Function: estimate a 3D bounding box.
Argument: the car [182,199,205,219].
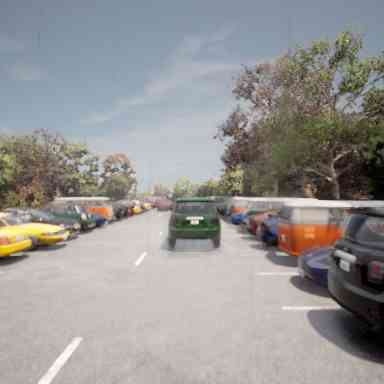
[{"bbox_3d":[0.110,1.578,32.127,2.097,1.767,4.553,0,-1,0],"label":"car"}]

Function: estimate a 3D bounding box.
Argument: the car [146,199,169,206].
[{"bbox_3d":[-8.010,2.460,77.392,5.008,1.535,2.097,0,-2,0],"label":"car"}]

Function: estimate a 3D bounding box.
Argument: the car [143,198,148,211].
[{"bbox_3d":[-8.021,1.778,38.552,4.892,1.521,2.231,0,-1,0],"label":"car"}]

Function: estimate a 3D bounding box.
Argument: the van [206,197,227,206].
[{"bbox_3d":[5.179,2.080,71.669,4.442,1.987,1.878,0,-2,0],"label":"van"}]

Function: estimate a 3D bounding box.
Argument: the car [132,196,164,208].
[{"bbox_3d":[-7.993,1.772,60.763,5.566,2.045,2.435,0,-1,0],"label":"car"}]

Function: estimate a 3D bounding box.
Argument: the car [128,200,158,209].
[{"bbox_3d":[-8.020,2.001,55.208,4.674,1.452,2.002,0,-1,0],"label":"car"}]

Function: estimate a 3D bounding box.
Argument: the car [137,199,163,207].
[{"bbox_3d":[-7.991,2.112,63.509,4.792,1.488,2.163,0,-1,0],"label":"car"}]

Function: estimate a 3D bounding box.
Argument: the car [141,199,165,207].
[{"bbox_3d":[-8.016,2.274,69.065,4.674,1.452,2.002,0,-2,0],"label":"car"}]

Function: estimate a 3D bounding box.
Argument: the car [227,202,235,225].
[{"bbox_3d":[5.052,1.592,21.826,5.008,1.535,2.097,0,-1,0],"label":"car"}]

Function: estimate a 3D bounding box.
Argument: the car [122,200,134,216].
[{"bbox_3d":[-8.060,1.714,30.224,4.792,1.488,2.163,0,-1,0],"label":"car"}]

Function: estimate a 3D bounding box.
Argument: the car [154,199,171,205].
[{"bbox_3d":[-7.980,2.714,91.266,4.553,1.767,2.185,0,-2,0],"label":"car"}]

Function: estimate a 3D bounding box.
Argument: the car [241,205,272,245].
[{"bbox_3d":[5.074,1.569,16.288,4.792,1.488,2.163,0,-1,0],"label":"car"}]

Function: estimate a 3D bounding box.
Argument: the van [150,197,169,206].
[{"bbox_3d":[-7.898,2.310,80.173,4.442,1.987,1.878,0,-2,0],"label":"van"}]

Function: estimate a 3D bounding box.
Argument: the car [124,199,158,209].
[{"bbox_3d":[-8.029,1.930,52.432,5.008,1.535,2.097,0,-1,0],"label":"car"}]

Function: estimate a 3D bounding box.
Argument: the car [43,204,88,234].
[{"bbox_3d":[-8.041,1.540,16.343,4.892,1.521,2.231,0,0,0],"label":"car"}]

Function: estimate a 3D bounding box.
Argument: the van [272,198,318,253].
[{"bbox_3d":[5.160,1.284,10.878,4.442,1.987,1.878,0,0,0],"label":"van"}]

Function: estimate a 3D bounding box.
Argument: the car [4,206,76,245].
[{"bbox_3d":[-7.850,1.517,13.576,5.366,1.575,1.946,0,0,0],"label":"car"}]

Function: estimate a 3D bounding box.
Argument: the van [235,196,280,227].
[{"bbox_3d":[4.938,1.339,19.042,4.442,1.987,1.878,0,-1,0],"label":"van"}]

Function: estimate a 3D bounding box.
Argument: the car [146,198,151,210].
[{"bbox_3d":[-8.033,1.808,41.328,4.892,1.521,2.231,0,-1,0],"label":"car"}]

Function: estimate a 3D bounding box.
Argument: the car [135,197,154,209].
[{"bbox_3d":[-8.212,1.835,44.104,5.366,1.575,1.946,0,-1,0],"label":"car"}]

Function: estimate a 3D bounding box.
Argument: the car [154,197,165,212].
[{"bbox_3d":[-3.603,1.844,44.977,1.882,1.535,5.008,0,0,0],"label":"car"}]

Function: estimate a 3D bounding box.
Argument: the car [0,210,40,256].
[{"bbox_3d":[-8.222,1.505,10.923,5.366,1.575,1.946,0,0,0],"label":"car"}]

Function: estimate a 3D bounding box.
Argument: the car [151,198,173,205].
[{"bbox_3d":[-8.041,2.511,88.499,5.566,2.045,2.435,0,-2,0],"label":"car"}]

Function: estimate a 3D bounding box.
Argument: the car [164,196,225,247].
[{"bbox_3d":[0.105,1.275,15.451,2.150,2.045,5.566,0,0,0],"label":"car"}]

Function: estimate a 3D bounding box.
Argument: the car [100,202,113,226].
[{"bbox_3d":[-8.004,1.621,21.895,4.792,1.488,2.163,0,-1,0],"label":"car"}]

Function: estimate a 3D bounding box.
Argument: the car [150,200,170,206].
[{"bbox_3d":[-8.012,2.651,82.941,4.674,1.452,2.002,0,-2,0],"label":"car"}]

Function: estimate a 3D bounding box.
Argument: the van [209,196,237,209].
[{"bbox_3d":[5.174,1.737,55.193,4.442,1.987,1.878,0,-1,0],"label":"van"}]

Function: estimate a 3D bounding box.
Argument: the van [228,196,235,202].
[{"bbox_3d":[5.164,1.397,24.598,4.442,1.987,1.878,0,-1,0],"label":"van"}]

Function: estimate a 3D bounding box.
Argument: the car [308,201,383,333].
[{"bbox_3d":[5.070,1.242,5.215,5.566,2.045,2.435,0,0,0],"label":"car"}]

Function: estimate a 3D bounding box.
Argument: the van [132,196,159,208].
[{"bbox_3d":[-8.138,1.766,57.987,4.442,1.987,1.878,0,-1,0],"label":"van"}]

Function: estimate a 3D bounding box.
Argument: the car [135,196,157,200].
[{"bbox_3d":[-8.056,1.774,49.657,4.553,1.767,2.185,0,-1,0],"label":"car"}]

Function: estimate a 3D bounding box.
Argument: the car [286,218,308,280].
[{"bbox_3d":[5.014,1.530,7.983,4.792,1.488,2.163,0,0,0],"label":"car"}]

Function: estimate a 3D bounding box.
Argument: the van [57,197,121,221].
[{"bbox_3d":[-7.915,1.397,24.674,4.442,1.987,1.878,0,-1,0],"label":"van"}]

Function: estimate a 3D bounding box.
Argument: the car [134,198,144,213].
[{"bbox_3d":[-8.214,1.743,35.776,5.366,1.575,1.946,0,-1,0],"label":"car"}]

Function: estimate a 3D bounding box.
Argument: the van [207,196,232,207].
[{"bbox_3d":[4.942,1.799,60.741,4.442,1.987,1.878,0,-1,0],"label":"van"}]

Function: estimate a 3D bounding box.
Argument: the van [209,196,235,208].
[{"bbox_3d":[5.174,1.766,57.838,4.442,1.987,1.878,0,-1,0],"label":"van"}]

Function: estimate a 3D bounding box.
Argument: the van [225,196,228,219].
[{"bbox_3d":[4.932,1.428,27.368,4.442,1.987,1.878,0,-1,0],"label":"van"}]

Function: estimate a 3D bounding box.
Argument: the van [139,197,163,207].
[{"bbox_3d":[-8.136,1.933,66.297,4.442,1.987,1.878,0,-2,0],"label":"van"}]

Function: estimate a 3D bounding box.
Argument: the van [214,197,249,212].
[{"bbox_3d":[5.170,1.614,44.113,4.442,1.987,1.878,0,-1,0],"label":"van"}]

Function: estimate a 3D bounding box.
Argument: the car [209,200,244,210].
[{"bbox_3d":[5.050,1.900,49.526,5.008,1.535,2.097,0,-1,0],"label":"car"}]

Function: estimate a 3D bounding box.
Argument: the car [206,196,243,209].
[{"bbox_3d":[5.028,1.681,52.423,5.566,2.045,2.435,0,-1,0],"label":"car"}]

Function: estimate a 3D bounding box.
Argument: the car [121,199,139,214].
[{"bbox_3d":[-8.059,1.744,33.000,4.792,1.488,2.163,0,-1,0],"label":"car"}]

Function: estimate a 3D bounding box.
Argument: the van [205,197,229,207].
[{"bbox_3d":[4.944,1.930,66.131,4.442,1.987,1.878,0,-2,0],"label":"van"}]

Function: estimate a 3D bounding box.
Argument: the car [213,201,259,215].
[{"bbox_3d":[5.046,1.777,38.446,5.008,1.535,2.097,0,-1,0],"label":"car"}]

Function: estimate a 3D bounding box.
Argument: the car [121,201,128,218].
[{"bbox_3d":[-8.060,1.683,27.448,4.792,1.488,2.163,0,-1,0],"label":"car"}]

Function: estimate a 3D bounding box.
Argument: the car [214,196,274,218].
[{"bbox_3d":[5.022,1.464,32.907,5.566,2.045,2.435,0,-1,0],"label":"car"}]

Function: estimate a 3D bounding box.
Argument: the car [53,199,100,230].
[{"bbox_3d":[-8.003,1.438,19.124,4.553,1.767,2.185,0,-1,0],"label":"car"}]
